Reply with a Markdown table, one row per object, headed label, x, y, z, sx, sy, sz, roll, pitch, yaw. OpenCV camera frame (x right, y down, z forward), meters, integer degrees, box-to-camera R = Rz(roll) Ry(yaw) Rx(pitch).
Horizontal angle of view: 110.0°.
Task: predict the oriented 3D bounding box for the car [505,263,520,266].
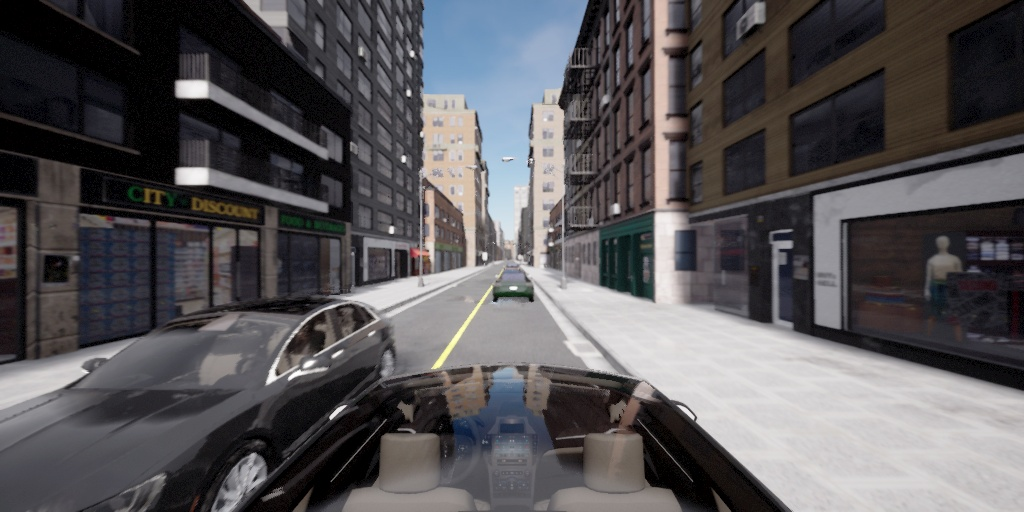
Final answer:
| label | x | y | z | sx | sy | sz | roll | pitch | yaw |
| --- | --- | --- | --- | --- | --- | --- | --- | --- | --- |
| car | 0.047 | 1.434 | 37.863 | 2.128 | 1.511 | 4.902 | 0 | 0 | 0 |

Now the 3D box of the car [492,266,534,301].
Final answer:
| label | x | y | z | sx | sy | sz | roll | pitch | yaw |
| --- | --- | --- | --- | --- | --- | --- | --- | --- | --- |
| car | 0.065 | 1.405 | 17.989 | 1.994 | 1.385 | 4.181 | 0 | 0 | 0 |

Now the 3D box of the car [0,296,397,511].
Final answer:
| label | x | y | z | sx | sy | sz | roll | pitch | yaw |
| --- | --- | --- | --- | --- | --- | --- | --- | --- | --- |
| car | -2.750 | 1.276 | 3.920 | 1.837 | 1.490 | 4.892 | 0 | 0 | 0 |
